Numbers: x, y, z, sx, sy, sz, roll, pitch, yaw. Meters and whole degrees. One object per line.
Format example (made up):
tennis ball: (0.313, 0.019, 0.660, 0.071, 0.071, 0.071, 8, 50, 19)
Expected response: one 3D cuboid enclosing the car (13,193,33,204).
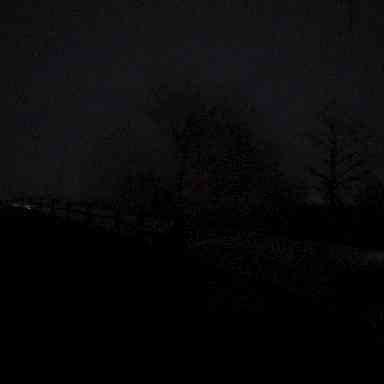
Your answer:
car: (-23.859, 0.866, 46.736, 1.994, 1.385, 4.181, 0, 1, -37)
